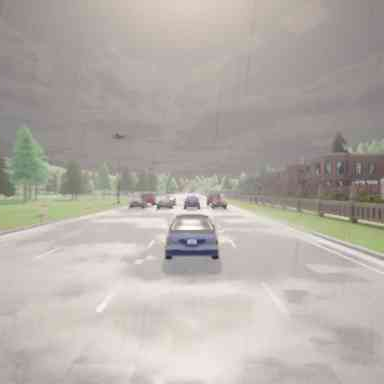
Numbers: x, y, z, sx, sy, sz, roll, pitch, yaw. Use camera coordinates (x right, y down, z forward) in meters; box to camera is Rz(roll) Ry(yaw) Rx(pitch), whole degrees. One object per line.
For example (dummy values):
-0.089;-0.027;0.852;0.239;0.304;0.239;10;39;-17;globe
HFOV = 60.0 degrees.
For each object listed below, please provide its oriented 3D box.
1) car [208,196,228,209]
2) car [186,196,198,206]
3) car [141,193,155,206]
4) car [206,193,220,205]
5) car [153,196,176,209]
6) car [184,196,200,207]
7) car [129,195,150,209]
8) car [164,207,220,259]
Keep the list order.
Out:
3.495;1.532;43.520;1.895;1.301;4.718;0;0;0;car
-0.007;1.421;53.493;1.837;1.490;4.892;0;0;0;car
-7.007;1.137;53.522;2.150;2.045;5.566;0;0;0;car
3.493;1.137;53.523;2.150;2.045;5.566;0;0;0;car
-3.505;1.495;43.489;1.994;1.385;4.181;0;0;0;car
-0.005;1.284;43.459;2.097;1.767;4.553;0;0;0;car
-7.005;1.457;43.489;1.812;1.442;4.674;0;0;0;car
-0.002;1.528;12.460;2.033;1.411;5.357;0;0;0;car
